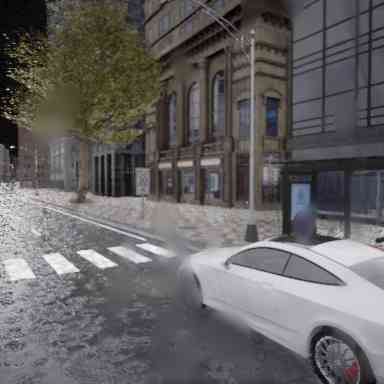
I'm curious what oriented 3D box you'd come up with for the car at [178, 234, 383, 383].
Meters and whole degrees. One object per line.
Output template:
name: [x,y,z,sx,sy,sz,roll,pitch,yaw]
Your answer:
car: [1.560,1.372,5.040,1.812,1.442,4.674,-1,2,-33]
